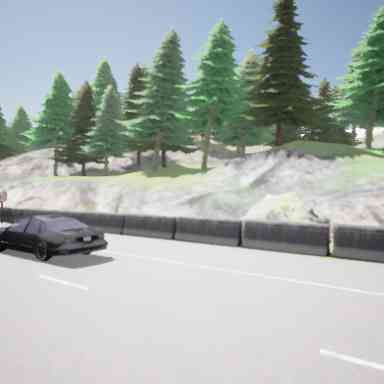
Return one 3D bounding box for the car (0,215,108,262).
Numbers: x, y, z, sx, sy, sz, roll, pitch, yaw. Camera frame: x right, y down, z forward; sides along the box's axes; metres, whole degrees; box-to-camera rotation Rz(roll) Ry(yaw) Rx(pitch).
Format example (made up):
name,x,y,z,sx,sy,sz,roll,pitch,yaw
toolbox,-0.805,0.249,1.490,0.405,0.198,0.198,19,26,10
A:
name,x,y,z,sx,sy,sz,roll,pitch,yaw
car,-5.418,1.560,12.184,5.357,1.411,2.033,0,0,36
